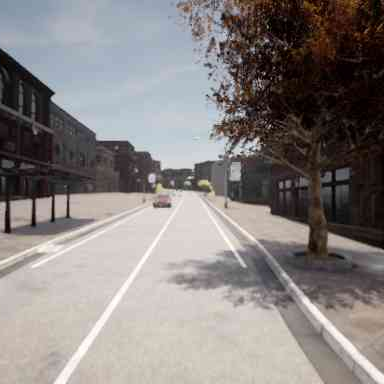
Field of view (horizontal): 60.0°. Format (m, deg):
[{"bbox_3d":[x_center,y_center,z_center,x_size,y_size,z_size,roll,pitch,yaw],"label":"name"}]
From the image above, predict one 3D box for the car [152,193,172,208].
[{"bbox_3d":[-3.454,0.978,39.497,2.097,1.767,4.553,0,1,0],"label":"car"}]
